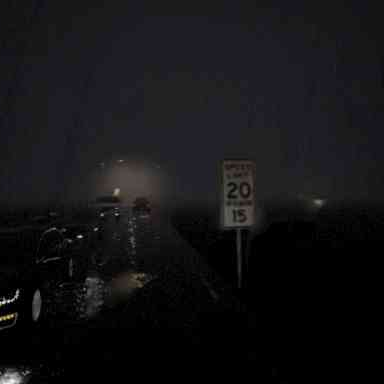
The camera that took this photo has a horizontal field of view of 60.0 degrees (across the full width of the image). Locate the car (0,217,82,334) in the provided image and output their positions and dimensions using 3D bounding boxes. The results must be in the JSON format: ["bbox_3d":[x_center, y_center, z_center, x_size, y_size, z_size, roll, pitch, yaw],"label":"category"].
[{"bbox_3d":[-3.758,1.553,6.980,1.837,1.490,4.892,-1,0,-9],"label":"car"}]

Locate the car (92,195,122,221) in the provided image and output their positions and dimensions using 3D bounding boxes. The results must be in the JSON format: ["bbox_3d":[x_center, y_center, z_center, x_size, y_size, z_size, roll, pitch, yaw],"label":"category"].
[{"bbox_3d":[-7.058,1.278,27.954,2.150,2.045,5.566,-1,0,-9],"label":"car"}]

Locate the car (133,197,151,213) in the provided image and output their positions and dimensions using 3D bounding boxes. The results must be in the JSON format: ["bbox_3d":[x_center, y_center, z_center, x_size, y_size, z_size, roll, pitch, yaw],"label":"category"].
[{"bbox_3d":[-5.558,1.534,36.980,1.812,1.442,4.674,-1,0,-8],"label":"car"}]

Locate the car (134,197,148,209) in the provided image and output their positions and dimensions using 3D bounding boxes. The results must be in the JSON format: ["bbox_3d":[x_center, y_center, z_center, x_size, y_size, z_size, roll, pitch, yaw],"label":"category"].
[{"bbox_3d":[-7.340,1.485,48.114,1.882,1.535,5.008,-1,0,-9],"label":"car"}]

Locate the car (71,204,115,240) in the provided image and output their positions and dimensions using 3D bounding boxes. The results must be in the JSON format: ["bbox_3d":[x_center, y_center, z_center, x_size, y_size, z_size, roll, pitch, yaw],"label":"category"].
[{"bbox_3d":[-5.408,1.601,17.443,2.033,1.411,5.357,-1,0,-9],"label":"car"}]
